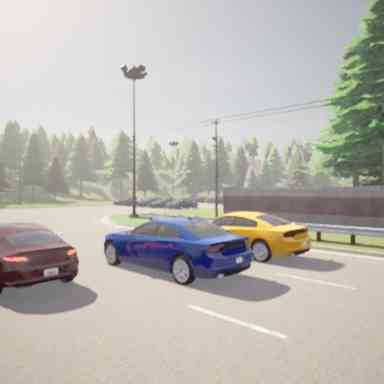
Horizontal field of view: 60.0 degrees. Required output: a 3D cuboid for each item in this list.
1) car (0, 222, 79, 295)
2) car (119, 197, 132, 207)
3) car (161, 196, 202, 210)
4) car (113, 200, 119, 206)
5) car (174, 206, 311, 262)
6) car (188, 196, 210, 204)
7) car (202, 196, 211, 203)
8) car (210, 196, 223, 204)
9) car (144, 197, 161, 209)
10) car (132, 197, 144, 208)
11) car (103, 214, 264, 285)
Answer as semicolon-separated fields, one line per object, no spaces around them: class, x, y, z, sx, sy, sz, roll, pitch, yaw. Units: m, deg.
car;-4.621;1.513;8.574;4.674;1.442;1.812;0;0;44
car;-8.033;1.541;50.003;1.895;1.301;4.718;0;0;44
car;-1.246;1.480;41.911;1.812;1.442;4.674;0;0;44
car;-9.959;1.483;53.049;2.033;1.411;5.357;0;0;44
car;1.753;1.466;12.166;5.008;1.535;1.882;0;0;44
car;1.476;1.497;64.914;1.994;1.385;4.181;0;0;44
car;4.280;1.430;62.790;2.128;1.511;4.902;0;0;44
car;5.952;1.543;59.507;1.895;1.301;4.718;0;0;44
car;-3.369;1.497;44.755;2.033;1.411;5.357;0;0;44
car;-5.571;1.423;47.517;1.882;1.535;5.008;0;0;44
car;-0.659;1.467;9.630;5.008;1.535;1.882;0;0;44
